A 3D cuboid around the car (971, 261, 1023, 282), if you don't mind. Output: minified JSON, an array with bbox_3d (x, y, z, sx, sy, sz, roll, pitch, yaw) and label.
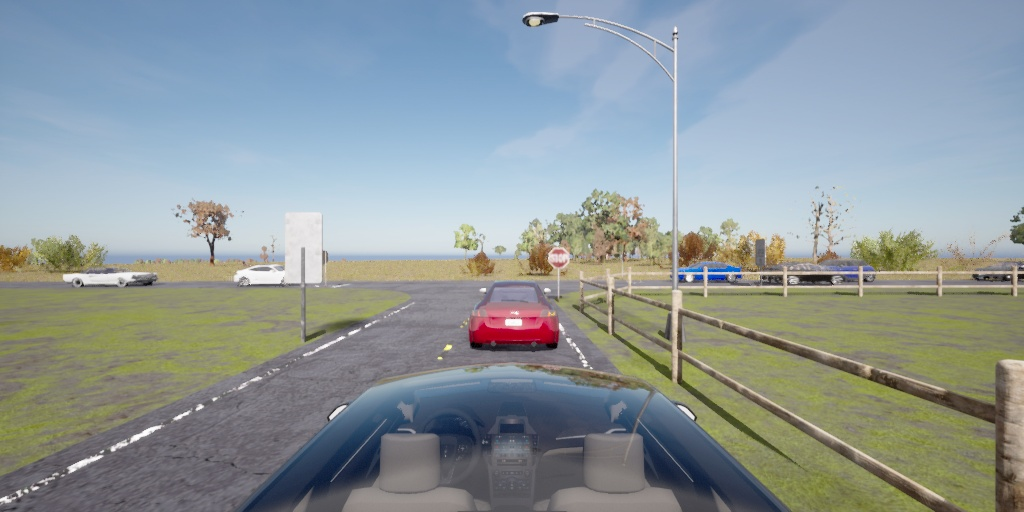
[{"bbox_3d":[37.663,1.155,26.900,4.902,1.511,2.128,-1,0,0],"label":"car"}]

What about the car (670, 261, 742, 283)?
[{"bbox_3d":[14.565,1.183,27.056,5.008,1.535,1.882,0,0,0],"label":"car"}]

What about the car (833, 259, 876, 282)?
[{"bbox_3d":[24.317,1.037,26.991,4.553,1.767,2.097,0,0,0],"label":"car"}]

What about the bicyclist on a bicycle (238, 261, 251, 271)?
[{"bbox_3d":[-22.561,1.257,30.307,0.582,1.620,1.656,0,0,0],"label":"bicyclist on a bicycle"}]

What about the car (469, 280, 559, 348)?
[{"bbox_3d":[0.077,1.313,9.258,1.994,1.385,4.181,0,0,1],"label":"car"}]

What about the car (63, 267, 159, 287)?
[{"bbox_3d":[-27.086,1.419,24.363,4.718,1.301,1.895,0,0,0],"label":"car"}]

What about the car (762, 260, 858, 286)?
[{"bbox_3d":[19.575,1.187,24.088,4.902,1.511,2.128,0,0,0],"label":"car"}]

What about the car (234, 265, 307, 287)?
[{"bbox_3d":[-16.147,1.313,24.263,4.674,1.442,1.812,0,0,1],"label":"car"}]
